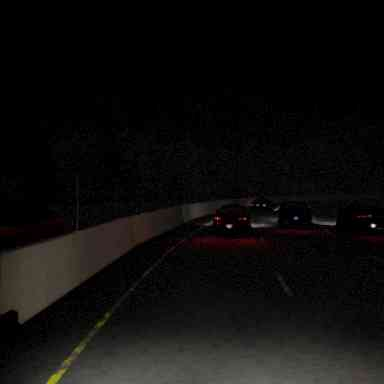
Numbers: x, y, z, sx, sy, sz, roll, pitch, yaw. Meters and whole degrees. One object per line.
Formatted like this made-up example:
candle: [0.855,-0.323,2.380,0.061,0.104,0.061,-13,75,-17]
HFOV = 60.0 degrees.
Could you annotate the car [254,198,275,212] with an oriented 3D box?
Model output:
car: [7.530,1.345,35.362,2.033,1.411,5.357,0,0,23]

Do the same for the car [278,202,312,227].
car: [6.652,1.355,21.649,1.882,1.535,5.008,0,0,14]

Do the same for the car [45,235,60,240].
car: [-6.193,1.283,11.064,2.097,1.767,4.553,0,0,8]

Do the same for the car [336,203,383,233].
car: [9.576,1.399,18.949,1.837,1.490,4.892,0,0,13]

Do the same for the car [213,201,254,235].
car: [2.249,1.421,18.131,1.812,1.442,4.674,0,0,12]
